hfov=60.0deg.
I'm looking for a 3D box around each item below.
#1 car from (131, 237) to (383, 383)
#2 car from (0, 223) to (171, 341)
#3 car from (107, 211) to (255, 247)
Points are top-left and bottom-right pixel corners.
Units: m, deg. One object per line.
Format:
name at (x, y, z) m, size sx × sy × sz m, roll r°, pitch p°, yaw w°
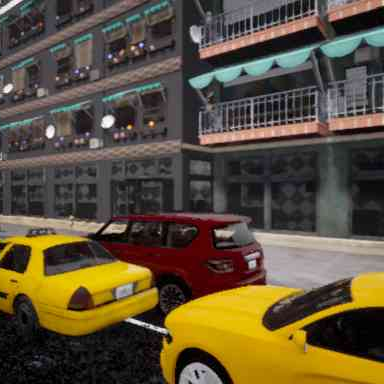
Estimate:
car at (1.940, 1.496, 2.965) m, size 5.008 × 1.535 × 1.882 m, roll 0°, pitch 0°, yaw 36°
car at (-3.118, 1.478, 6.521) m, size 5.366 × 1.575 × 1.801 m, roll 0°, pitch 0°, yaw 35°
car at (-0.888, 1.345, 7.212) m, size 5.009 × 1.841 × 2.192 m, roll 0°, pitch -1°, yaw 36°
